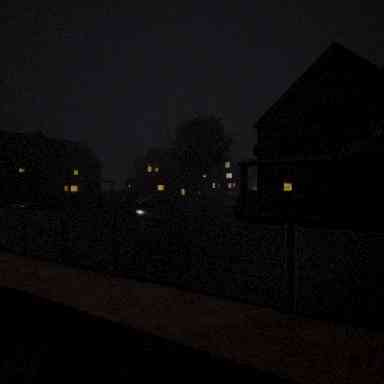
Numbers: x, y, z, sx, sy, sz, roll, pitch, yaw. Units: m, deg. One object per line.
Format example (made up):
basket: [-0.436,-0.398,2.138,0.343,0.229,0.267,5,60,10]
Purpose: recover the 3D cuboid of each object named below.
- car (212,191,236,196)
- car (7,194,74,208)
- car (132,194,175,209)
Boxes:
car: [4.412,0.557,44.633,2.033,1.411,5.357,1,2,36]
car: [-10.607,0.970,23.456,2.097,1.767,4.553,1,2,35]
car: [-3.820,0.889,33.053,2.033,1.411,5.357,1,2,35]
